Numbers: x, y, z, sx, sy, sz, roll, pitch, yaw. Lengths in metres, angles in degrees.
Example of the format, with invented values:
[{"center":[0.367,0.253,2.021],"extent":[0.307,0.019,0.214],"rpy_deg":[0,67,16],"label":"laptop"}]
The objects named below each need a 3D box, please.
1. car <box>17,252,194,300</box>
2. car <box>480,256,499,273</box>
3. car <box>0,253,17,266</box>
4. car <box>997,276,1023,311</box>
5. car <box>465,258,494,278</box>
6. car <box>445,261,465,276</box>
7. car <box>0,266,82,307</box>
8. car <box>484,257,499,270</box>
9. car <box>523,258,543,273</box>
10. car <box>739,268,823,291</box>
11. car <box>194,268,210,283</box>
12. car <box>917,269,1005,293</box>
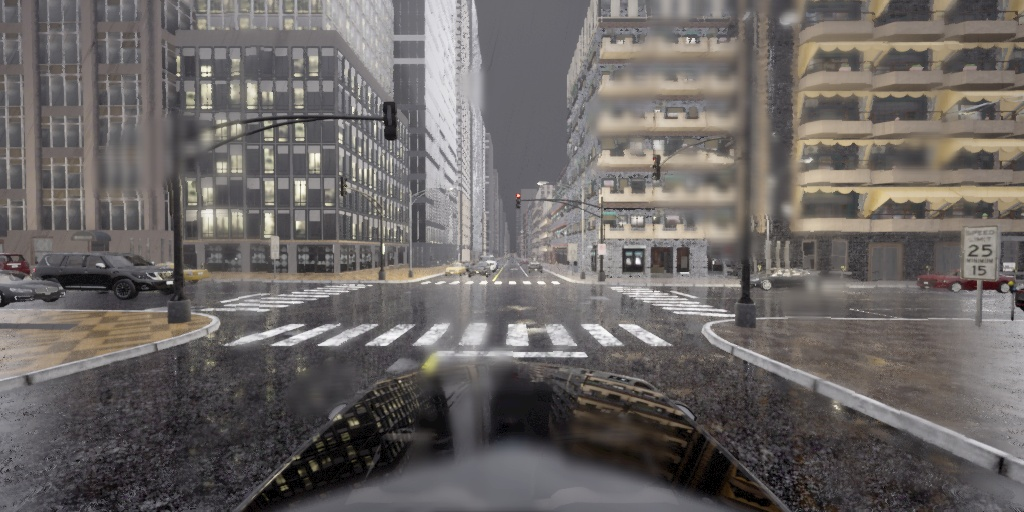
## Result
[{"center":[-18.482,0.848,16.531],"extent":[5.566,2.045,2.150],"rpy_deg":[1,1,1],"label":"car"},{"center":[-3.096,0.960,44.398],"extent":[2.150,2.045,5.566],"rpy_deg":[0,0,0],"label":"car"},{"center":[-33.613,0.712,22.549],"extent":[5.009,1.841,2.192],"rpy_deg":[0,0,1],"label":"car"},{"center":[21.716,1.576,13.390],"extent":[4.313,1.339,1.948],"rpy_deg":[0,0,1],"label":"car"},{"center":[-3.095,1.245,34.698],"extent":[1.837,1.490,4.892],"rpy_deg":[0,0,0],"label":"car"},{"center":[-5.691,1.265,36.493],"extent":[1.751,1.417,4.829],"rpy_deg":[0,0,0],"label":"car"},{"center":[-20.286,1.204,14.011],"extent":[4.403,1.370,2.007],"rpy_deg":[0,0,1],"label":"car"},{"center":[-3.087,1.088,54.541],"extent":[2.097,1.767,4.553],"rpy_deg":[0,0,0],"label":"car"},{"center":[2.690,1.289,42.317],"extent":[2.007,1.370,4.403],"rpy_deg":[0,0,0],"label":"car"},{"center":[16.309,1.376,21.847],"extent":[4.403,1.370,2.007],"rpy_deg":[0,0,1],"label":"car"},{"center":[-21.666,1.029,22.345],"extent":[4.829,1.417,1.751],"rpy_deg":[0,0,1],"label":"car"},{"center":[27.375,1.462,21.691],"extent":[4.507,1.381,1.888],"rpy_deg":[0,0,1],"label":"car"}]
